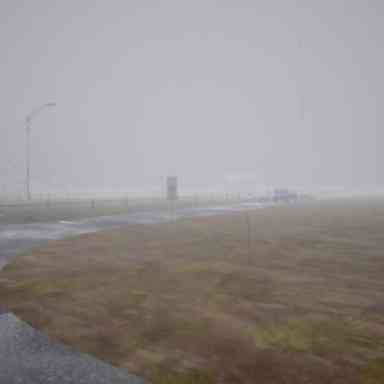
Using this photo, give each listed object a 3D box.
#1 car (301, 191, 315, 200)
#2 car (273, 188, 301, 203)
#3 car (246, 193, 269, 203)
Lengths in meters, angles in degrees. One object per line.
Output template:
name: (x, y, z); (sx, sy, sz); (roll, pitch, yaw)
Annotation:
car: (19.796, 0.633, 57.419); (1.812, 1.442, 4.674); (0, 1, 34)
car: (13.528, 0.484, 48.147); (2.150, 2.045, 5.566); (0, 1, 34)
car: (9.376, 0.823, 47.131); (1.812, 1.442, 4.674); (0, 1, 35)
